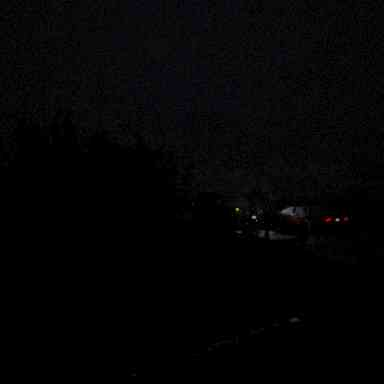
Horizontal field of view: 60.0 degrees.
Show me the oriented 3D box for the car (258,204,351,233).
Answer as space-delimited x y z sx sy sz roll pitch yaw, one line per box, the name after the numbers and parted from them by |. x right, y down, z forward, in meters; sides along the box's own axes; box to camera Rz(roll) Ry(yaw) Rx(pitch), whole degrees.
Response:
6.268 1.410 18.938 2.033 1.411 5.357 0 1 -24 | car

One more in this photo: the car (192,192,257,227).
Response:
2.089 1.032 21.166 2.150 2.045 5.566 0 1 -32 | car
